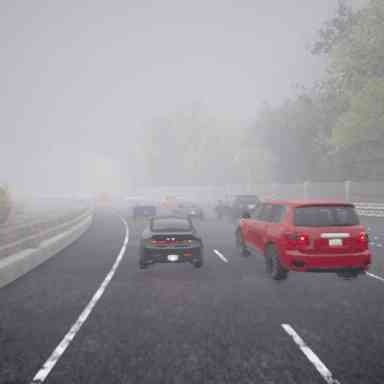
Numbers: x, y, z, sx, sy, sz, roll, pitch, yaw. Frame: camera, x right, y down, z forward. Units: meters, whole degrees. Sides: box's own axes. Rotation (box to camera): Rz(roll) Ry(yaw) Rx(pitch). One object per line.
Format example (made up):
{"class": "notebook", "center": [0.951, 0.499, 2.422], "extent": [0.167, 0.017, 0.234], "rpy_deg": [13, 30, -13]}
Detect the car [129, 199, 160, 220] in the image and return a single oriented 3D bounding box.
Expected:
{"class": "car", "center": [-4.361, 1.496, 28.944], "extent": [1.882, 1.535, 5.008], "rpy_deg": [0, 0, -16]}

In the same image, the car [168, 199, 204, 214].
{"class": "car", "center": [-0.420, 1.568, 27.855], "extent": [1.994, 1.385, 4.181], "rpy_deg": [0, 0, -14]}

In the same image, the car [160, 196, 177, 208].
{"class": "car", "center": [-3.428, 1.368, 46.230], "extent": [2.097, 1.767, 4.553], "rpy_deg": [0, 0, -25]}

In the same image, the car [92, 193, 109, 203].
{"class": "car", "center": [-19.976, 1.304, 72.545], "extent": [2.150, 2.045, 5.566], "rpy_deg": [0, 0, -38]}

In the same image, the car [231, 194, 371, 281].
{"class": "car", "center": [2.915, 1.210, 10.037], "extent": [2.150, 2.045, 5.566], "rpy_deg": [0, 0, -6]}

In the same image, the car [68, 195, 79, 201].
{"class": "car", "center": [-30.656, 1.644, 86.141], "extent": [2.128, 1.511, 4.902], "rpy_deg": [0, 0, -36]}

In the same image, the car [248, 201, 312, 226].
{"class": "car", "center": [6.327, 1.485, 24.549], "extent": [1.837, 1.490, 4.892], "rpy_deg": [0, 0, -26]}

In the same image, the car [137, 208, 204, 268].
{"class": "car", "center": [-0.768, 1.509, 11.311], "extent": [1.837, 1.490, 4.892], "rpy_deg": [0, 0, -6]}

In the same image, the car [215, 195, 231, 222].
{"class": "car", "center": [3.541, 1.210, 26.163], "extent": [2.150, 2.045, 5.566], "rpy_deg": [-1, 0, -13]}
